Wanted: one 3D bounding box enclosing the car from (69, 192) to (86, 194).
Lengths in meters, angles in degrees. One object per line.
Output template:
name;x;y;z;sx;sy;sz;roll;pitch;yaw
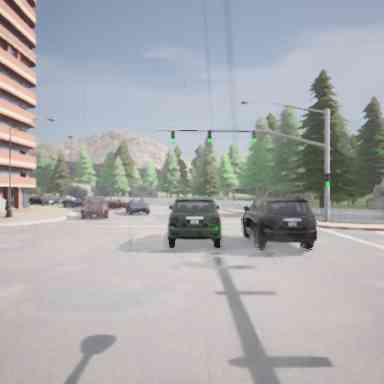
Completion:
car;-22.210;0.996;62.603;5.566;2.045;2.150;0;0;23

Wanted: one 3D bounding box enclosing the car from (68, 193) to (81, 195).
car;-22.362;1.314;58.540;4.674;1.442;1.812;0;0;28

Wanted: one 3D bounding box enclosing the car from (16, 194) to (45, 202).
car;-32.151;1.148;66.116;5.008;1.535;1.882;0;0;9

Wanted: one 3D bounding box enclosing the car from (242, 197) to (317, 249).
car;3.596;1.218;14.563;2.150;2.045;5.566;0;0;0

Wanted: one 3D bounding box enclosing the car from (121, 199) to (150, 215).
car;-5.415;1.434;32.651;2.033;1.411;5.357;0;0;-18

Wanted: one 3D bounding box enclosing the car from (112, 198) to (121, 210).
car;-9.357;1.456;41.395;1.895;1.301;4.718;0;0;-31

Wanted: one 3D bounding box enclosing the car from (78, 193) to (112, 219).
car;-8.019;1.251;27.825;2.097;1.767;4.553;0;0;-13

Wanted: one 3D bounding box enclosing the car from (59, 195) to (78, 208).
car;-15.533;1.441;44.093;1.895;1.301;4.718;0;0;-40

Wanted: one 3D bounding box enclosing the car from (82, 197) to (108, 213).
car;-10.629;1.375;36.235;1.837;1.490;4.892;0;0;-26

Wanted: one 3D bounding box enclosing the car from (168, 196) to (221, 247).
car;0.102;1.207;15.231;2.150;2.045;5.566;0;0;0

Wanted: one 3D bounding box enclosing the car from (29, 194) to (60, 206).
car;-22.988;1.303;50.994;4.902;1.511;2.128;0;0;34
